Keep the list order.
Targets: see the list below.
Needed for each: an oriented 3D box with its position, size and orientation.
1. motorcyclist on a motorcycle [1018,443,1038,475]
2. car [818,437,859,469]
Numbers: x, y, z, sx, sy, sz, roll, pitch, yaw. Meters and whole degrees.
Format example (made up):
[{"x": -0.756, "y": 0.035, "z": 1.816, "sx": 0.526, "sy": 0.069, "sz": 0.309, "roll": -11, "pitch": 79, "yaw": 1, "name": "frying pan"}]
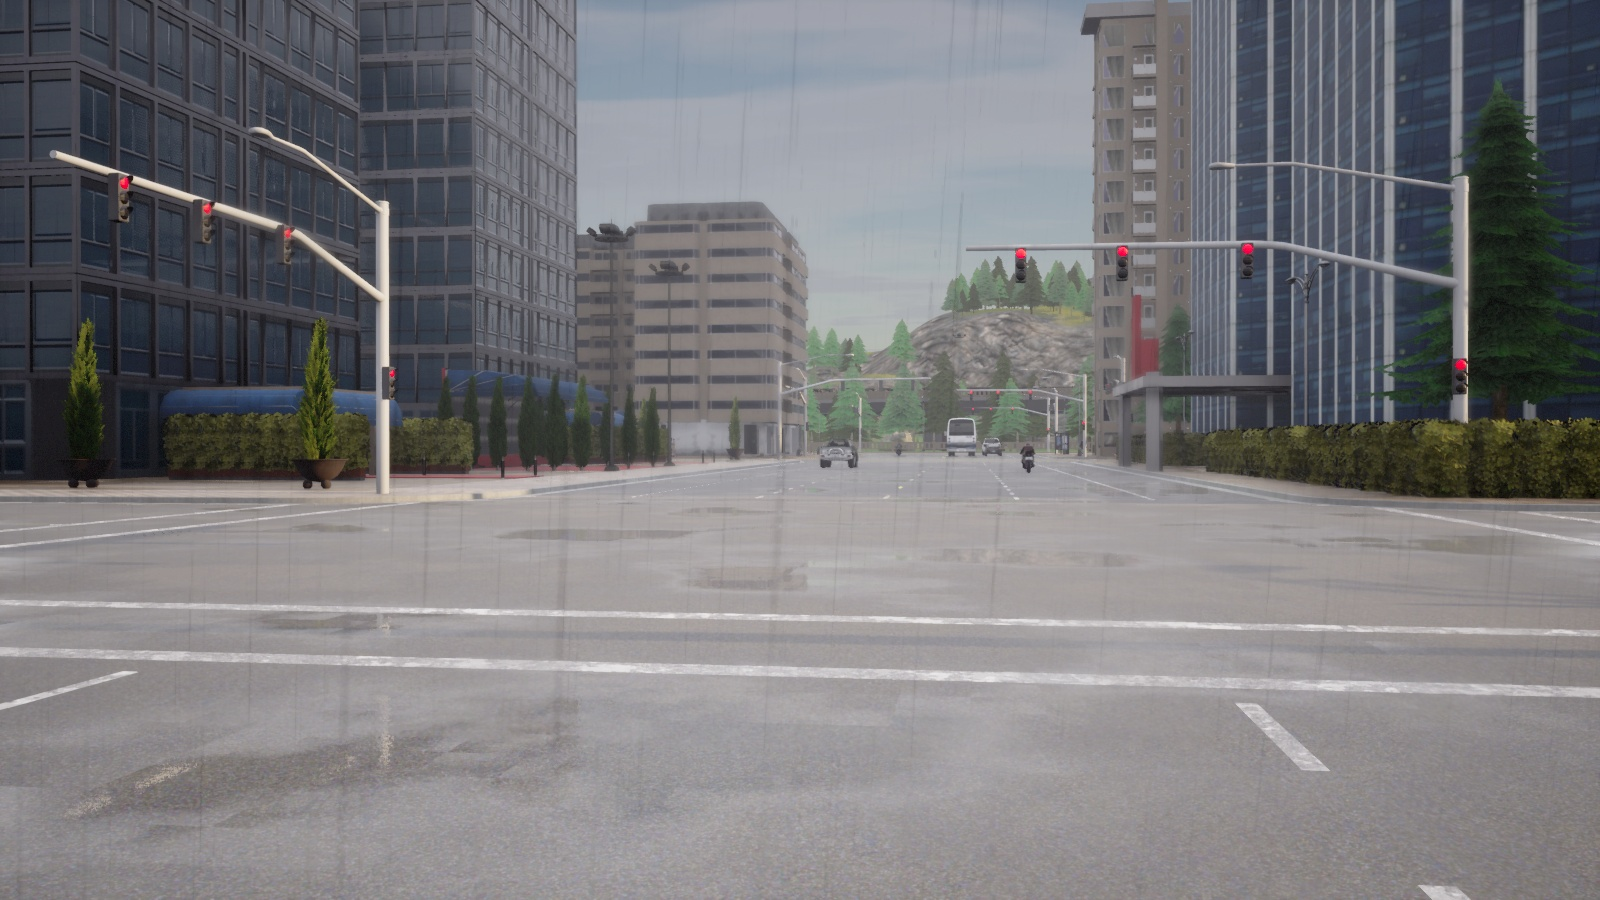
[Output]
[{"x": 11.410, "y": 0.436, "z": 62.913, "sx": 0.866, "sy": 1.530, "sz": 2.191, "roll": 0, "pitch": 0, "yaw": 7, "name": "motorcyclist on a motorcycle"}, {"x": 2.315, "y": 0.146, "z": 74.286, "sx": 1.932, "sy": 1.855, "sz": 4.605, "roll": 0, "pitch": 0, "yaw": 7, "name": "car"}]
